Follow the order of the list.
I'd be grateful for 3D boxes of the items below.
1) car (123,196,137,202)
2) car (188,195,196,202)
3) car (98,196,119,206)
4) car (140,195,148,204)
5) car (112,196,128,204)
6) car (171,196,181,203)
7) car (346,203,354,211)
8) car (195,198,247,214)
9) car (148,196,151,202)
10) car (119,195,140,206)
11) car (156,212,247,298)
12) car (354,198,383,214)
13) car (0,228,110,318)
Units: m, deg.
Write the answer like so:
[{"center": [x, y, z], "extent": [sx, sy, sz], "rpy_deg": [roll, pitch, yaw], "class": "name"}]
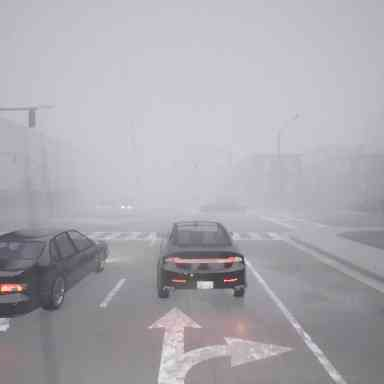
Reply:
[{"center": [-14.009, 1.540, 75.583], "extent": [2.033, 1.411, 5.357], "rpy_deg": [0, 0, 0], "class": "car"}, {"center": [0.018, 1.478, 72.769], "extent": [1.882, 1.535, 5.008], "rpy_deg": [0, 0, 0], "class": "car"}, {"center": [-14.084, 1.601, 55.291], "extent": [1.895, 1.301, 4.718], "rpy_deg": [0, 0, 0], "class": "car"}, {"center": [-10.542, 1.352, 65.060], "extent": [2.097, 1.767, 4.553], "rpy_deg": [0, 0, 0], "class": "car"}, {"center": [-14.035, 1.547, 64.962], "extent": [2.033, 1.411, 5.357], "rpy_deg": [0, 0, 0], "class": "car"}, {"center": [-3.475, 1.525, 72.233], "extent": [1.812, 1.442, 4.674], "rpy_deg": [0, 0, 0], "class": "car"}, {"center": [20.611, 1.504, 38.781], "extent": [4.892, 1.490, 1.837], "rpy_deg": [0, 0, 0], "class": "car"}, {"center": [3.098, 1.601, 34.288], "extent": [4.718, 1.301, 1.895], "rpy_deg": [0, 0, -14], "class": "car"}, {"center": [-10.509, 1.525, 75.248], "extent": [2.128, 1.511, 4.902], "rpy_deg": [0, 0, 0], "class": "car"}, {"center": [-10.582, 1.491, 56.094], "extent": [2.128, 1.511, 4.902], "rpy_deg": [0, 0, 0], "class": "car"}, {"center": [0.114, 1.492, 8.517], "extent": [2.128, 1.511, 4.902], "rpy_deg": [0, 0, -3], "class": "car"}, {"center": [20.008, 1.564, 35.278], "extent": [4.181, 1.385, 1.994], "rpy_deg": [0, 0, 0], "class": "car"}, {"center": [-3.432, 1.547, 7.712], "extent": [2.033, 1.411, 5.357], "rpy_deg": [0, 0, 0], "class": "car"}]
